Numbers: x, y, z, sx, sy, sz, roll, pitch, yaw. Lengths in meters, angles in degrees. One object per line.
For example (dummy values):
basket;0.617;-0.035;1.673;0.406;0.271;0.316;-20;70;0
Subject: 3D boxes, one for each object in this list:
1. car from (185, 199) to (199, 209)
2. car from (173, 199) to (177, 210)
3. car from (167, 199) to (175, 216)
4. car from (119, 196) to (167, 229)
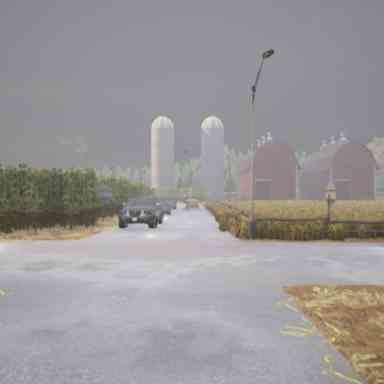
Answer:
car;0.035;1.733;50.178;1.882;1.535;5.008;0;0;0
car;-3.142;1.734;46.852;2.128;1.511;4.902;0;0;0
car;-3.172;1.726;34.225;1.994;1.385;4.181;0;-1;0
car;-3.257;1.274;22.348;2.150;2.045;5.566;0;0;3
